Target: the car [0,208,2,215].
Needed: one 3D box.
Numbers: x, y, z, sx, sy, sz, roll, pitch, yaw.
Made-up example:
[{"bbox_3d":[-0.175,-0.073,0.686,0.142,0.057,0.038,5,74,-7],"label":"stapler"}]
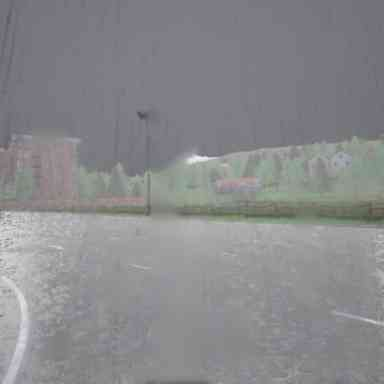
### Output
[{"bbox_3d":[-36.649,3.310,61.164,2.097,1.767,4.553,-1,-1,-43],"label":"car"}]
